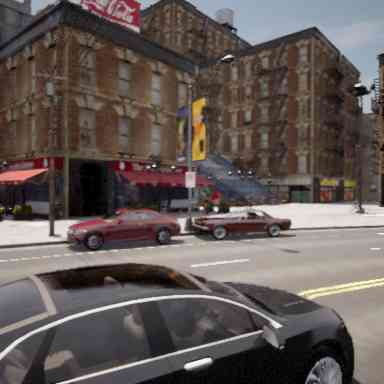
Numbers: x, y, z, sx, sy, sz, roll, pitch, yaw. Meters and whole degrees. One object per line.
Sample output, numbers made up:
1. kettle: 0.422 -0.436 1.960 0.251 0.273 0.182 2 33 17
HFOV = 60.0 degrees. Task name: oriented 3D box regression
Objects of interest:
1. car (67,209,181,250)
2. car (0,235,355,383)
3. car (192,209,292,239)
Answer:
1. car: -2.691 1.434 13.835 4.674 1.452 2.002 0 0 -29
2. car: -0.451 1.486 3.184 4.892 1.490 1.837 0 0 -32
3. car: 2.422 1.521 16.424 4.718 1.301 1.895 0 0 -19
